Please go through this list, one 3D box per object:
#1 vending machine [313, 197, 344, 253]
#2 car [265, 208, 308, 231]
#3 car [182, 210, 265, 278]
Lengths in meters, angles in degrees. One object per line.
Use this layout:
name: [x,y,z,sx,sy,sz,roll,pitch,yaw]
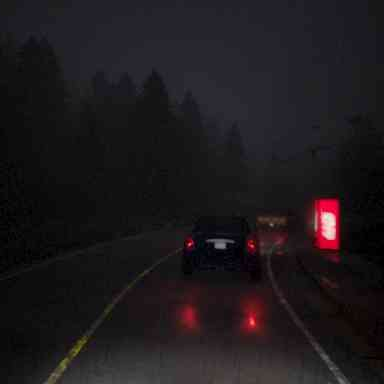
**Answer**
vending machine: [5.394,1.259,13.228,1.100,2.100,0.880,0,0,20]
car: [6.090,1.701,21.847,1.895,1.301,4.718,0,0,36]
car: [1.078,1.397,10.557,2.097,1.767,4.553,0,0,10]
